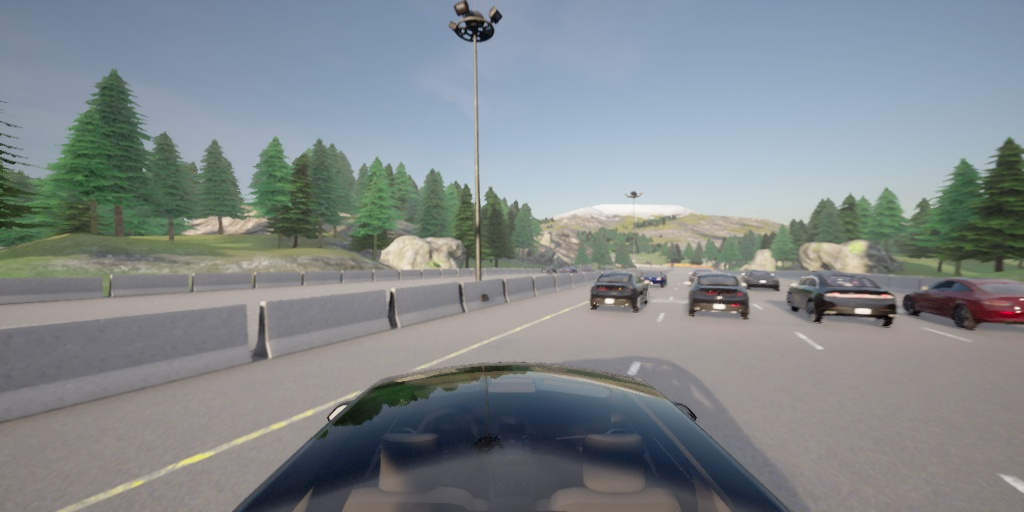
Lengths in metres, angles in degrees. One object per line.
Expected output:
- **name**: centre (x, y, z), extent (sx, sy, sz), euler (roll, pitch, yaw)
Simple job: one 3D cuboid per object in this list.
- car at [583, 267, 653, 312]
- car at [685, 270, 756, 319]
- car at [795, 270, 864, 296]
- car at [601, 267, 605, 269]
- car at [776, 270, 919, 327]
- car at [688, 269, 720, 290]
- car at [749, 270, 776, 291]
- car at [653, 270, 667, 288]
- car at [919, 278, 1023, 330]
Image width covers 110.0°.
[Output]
- **car**: centre (4.673, 1.425, 15.353), extent (1.837, 1.490, 4.892), euler (0, 0, 27)
- **car**: centre (7.801, 1.405, 13.781), extent (1.837, 1.490, 4.892), euler (0, 0, 27)
- **car**: centre (20.298, 1.642, 23.216), extent (2.033, 1.411, 5.357), euler (0, -1, 27)
- **car**: centre (16.655, 2.616, 63.163), extent (2.128, 1.511, 4.902), euler (0, -2, 27)
- **car**: centre (10.942, 1.370, 12.237), extent (2.128, 1.511, 4.902), euler (0, -1, 27)
- **car**: centre (14.404, 1.716, 27.068), extent (1.994, 1.385, 4.181), euler (0, -1, 27)
- **car**: centre (17.626, 1.699, 25.682), extent (1.994, 1.385, 4.181), euler (0, -1, 27)
- **car**: centre (11.227, 1.771, 28.540), extent (1.895, 1.301, 4.718), euler (0, -1, 27)
- **car**: centre (14.250, 1.388, 11.021), extent (1.812, 1.442, 4.674), euler (0, -1, 27)
